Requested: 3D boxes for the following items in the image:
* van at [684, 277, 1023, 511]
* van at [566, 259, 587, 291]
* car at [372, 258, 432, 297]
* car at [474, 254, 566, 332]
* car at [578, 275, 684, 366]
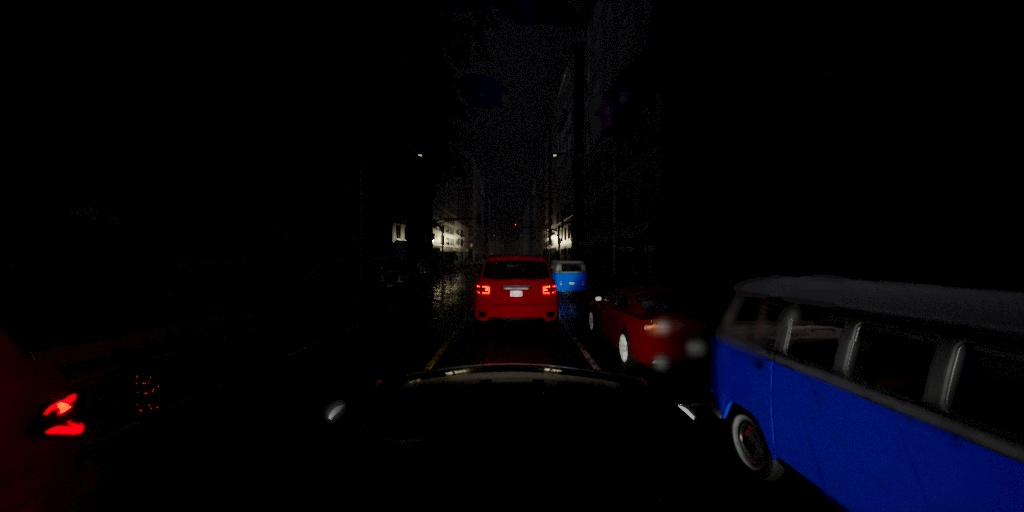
[{"bbox_3d":[2.856,1.091,2.132,1.690,1.789,3.998,0,0,0],"label":"van"},{"bbox_3d":[2.889,1.084,19.114,1.690,1.789,3.998,0,0,0],"label":"van"},{"bbox_3d":[-5.636,1.058,19.090,2.192,1.841,5.009,0,0,0],"label":"car"},{"bbox_3d":[0.118,0.969,11.016,2.150,2.045,5.566,0,0,0],"label":"car"},{"bbox_3d":[2.867,1.294,7.793,1.888,1.381,4.507,0,0,0],"label":"car"}]
